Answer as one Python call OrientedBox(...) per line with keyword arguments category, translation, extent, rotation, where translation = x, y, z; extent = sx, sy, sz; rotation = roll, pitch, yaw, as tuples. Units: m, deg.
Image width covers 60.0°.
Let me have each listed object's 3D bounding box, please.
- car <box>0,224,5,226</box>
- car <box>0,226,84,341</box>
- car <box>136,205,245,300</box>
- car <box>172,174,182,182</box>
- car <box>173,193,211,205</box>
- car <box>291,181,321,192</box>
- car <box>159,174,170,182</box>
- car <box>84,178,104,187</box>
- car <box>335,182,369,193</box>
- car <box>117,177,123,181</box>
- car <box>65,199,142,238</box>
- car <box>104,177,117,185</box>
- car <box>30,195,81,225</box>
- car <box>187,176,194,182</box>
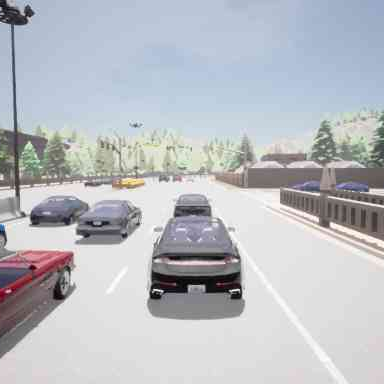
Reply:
OrientedBox(category="car", translation=(-6.936, 1.282, 8.840), extent=(1.882, 1.535, 5.008), rotation=(0, 2, 0))
OrientedBox(category="car", translation=(-3.420, 1.528, 5.092), extent=(1.895, 1.301, 4.718), rotation=(0, 1, 0))
OrientedBox(category="car", translation=(0.068, 1.328, 8.024), extent=(2.128, 1.511, 4.902), rotation=(0, 2, 0))
OrientedBox(category="car", translation=(-3.928, -3.606, 86.986), extent=(2.150, 2.045, 5.566), rotation=(0, 3, 0))
OrientedBox(category="car", translation=(0.026, 0.810, 17.556), extent=(1.882, 1.535, 5.008), rotation=(0, 3, -1))
OrientedBox(category="car", translation=(15.006, -0.614, 42.216), extent=(4.674, 1.442, 1.812), rotation=(0, 3, 2))
OrientedBox(category="car", translation=(-7.428, -3.605, 86.968), extent=(2.150, 2.045, 5.566), rotation=(0, 3, 0))
OrientedBox(category="car", translation=(-17.854, -1.590, 59.818), extent=(1.895, 1.301, 4.718), rotation=(0, 3, 0))
OrientedBox(category="car", translation=(18.042, -0.399, 38.623), extent=(4.674, 1.442, 1.812), rotation=(0, 3, 2))
OrientedBox(category="car", translation=(-17.893, -2.878, 80.067), extent=(1.812, 1.442, 4.674), rotation=(0, 3, 0))
OrientedBox(category="car", translation=(-3.464, 1.045, 14.700), extent=(2.033, 1.411, 5.357), rotation=(0, 3, 0))
OrientedBox(category="car", translation=(-17.841, -2.246, 69.763), extent=(2.033, 1.411, 5.357), rotation=(0, 3, 0))
OrientedBox(category="car", translation=(-6.980, 0.868, 17.989), extent=(1.994, 1.385, 4.181), rotation=(0, 3, 0))
OrientedBox(category="car", translation=(-0.442, -3.452, 89.659), extent=(1.812, 1.442, 4.674), rotation=(0, 3, 0))
